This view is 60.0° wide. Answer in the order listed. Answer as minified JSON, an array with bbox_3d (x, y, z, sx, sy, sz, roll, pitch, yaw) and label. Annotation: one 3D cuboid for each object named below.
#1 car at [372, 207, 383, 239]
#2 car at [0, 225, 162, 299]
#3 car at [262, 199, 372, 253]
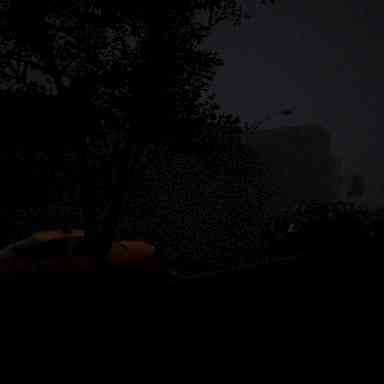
[{"bbox_3d":[9.701,1.681,18.718,4.892,1.521,2.231,1,2,-43],"label":"car"},{"bbox_3d":[-3.310,1.592,7.843,5.366,1.575,1.946,1,1,-35],"label":"car"},{"bbox_3d":[5.532,1.392,14.944,5.566,2.045,2.435,1,2,-41],"label":"car"}]
